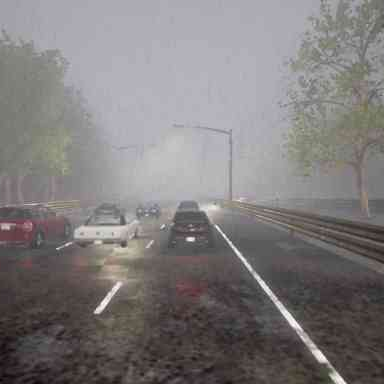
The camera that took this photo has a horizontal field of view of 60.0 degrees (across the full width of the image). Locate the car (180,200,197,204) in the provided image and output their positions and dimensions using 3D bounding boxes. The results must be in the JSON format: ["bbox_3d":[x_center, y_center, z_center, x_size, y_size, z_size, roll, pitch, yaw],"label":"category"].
[{"bbox_3d":[-0.300,1.497,29.925,1.882,1.535,5.008,0,0,-1],"label":"car"}]

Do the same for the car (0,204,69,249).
[{"bbox_3d":[-7.075,1.369,14.740,2.097,1.767,4.553,0,0,-1],"label":"car"}]

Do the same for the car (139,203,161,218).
[{"bbox_3d":[-3.799,1.629,29.886,1.895,1.301,4.718,0,0,-1],"label":"car"}]

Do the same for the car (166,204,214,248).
[{"bbox_3d":[-0.075,1.519,14.840,1.837,1.490,4.892,0,0,-1],"label":"car"}]

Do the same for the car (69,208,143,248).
[{"bbox_3d":[-3.576,1.619,14.835,1.895,1.301,4.718,0,0,-1],"label":"car"}]

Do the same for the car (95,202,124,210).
[{"bbox_3d":[-7.298,1.585,29.787,1.994,1.385,4.181,0,0,-1],"label":"car"}]
